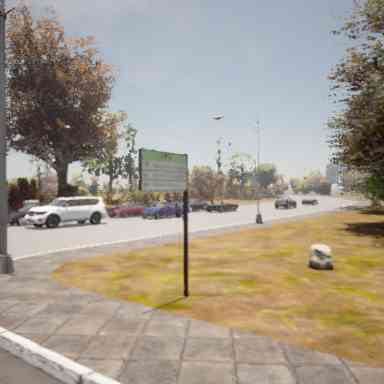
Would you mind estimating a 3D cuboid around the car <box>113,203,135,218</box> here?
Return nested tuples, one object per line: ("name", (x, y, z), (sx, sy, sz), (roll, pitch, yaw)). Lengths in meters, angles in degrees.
("car", (-6.240, 1.723, 32.224), (1.994, 1.385, 4.181), (-1, 0, 39))

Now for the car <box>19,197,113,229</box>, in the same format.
("car", (-8.698, 1.367, 23.528), (2.150, 2.045, 5.566), (-1, 0, 39))

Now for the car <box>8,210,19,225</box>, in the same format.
("car", (-11.791, 1.676, 25.264), (1.837, 1.490, 4.892), (-1, 0, 39))

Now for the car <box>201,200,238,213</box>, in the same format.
("car", (3.524, 1.695, 39.028), (1.895, 1.301, 4.718), (-1, 0, 37))

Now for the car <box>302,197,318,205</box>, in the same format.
("car", (19.743, 1.524, 55.738), (1.895, 1.301, 4.718), (0, 0, 32))

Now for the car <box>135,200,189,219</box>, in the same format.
("car", (-2.679, 1.657, 31.088), (1.812, 1.442, 4.674), (-1, 0, 38))

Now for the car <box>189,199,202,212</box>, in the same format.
("car", (0.017, 1.629, 40.211), (1.837, 1.490, 4.892), (-1, 0, 38))

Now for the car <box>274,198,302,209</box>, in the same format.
("car", (12.858, 1.497, 45.476), (2.128, 1.511, 4.902), (0, 0, 35))
